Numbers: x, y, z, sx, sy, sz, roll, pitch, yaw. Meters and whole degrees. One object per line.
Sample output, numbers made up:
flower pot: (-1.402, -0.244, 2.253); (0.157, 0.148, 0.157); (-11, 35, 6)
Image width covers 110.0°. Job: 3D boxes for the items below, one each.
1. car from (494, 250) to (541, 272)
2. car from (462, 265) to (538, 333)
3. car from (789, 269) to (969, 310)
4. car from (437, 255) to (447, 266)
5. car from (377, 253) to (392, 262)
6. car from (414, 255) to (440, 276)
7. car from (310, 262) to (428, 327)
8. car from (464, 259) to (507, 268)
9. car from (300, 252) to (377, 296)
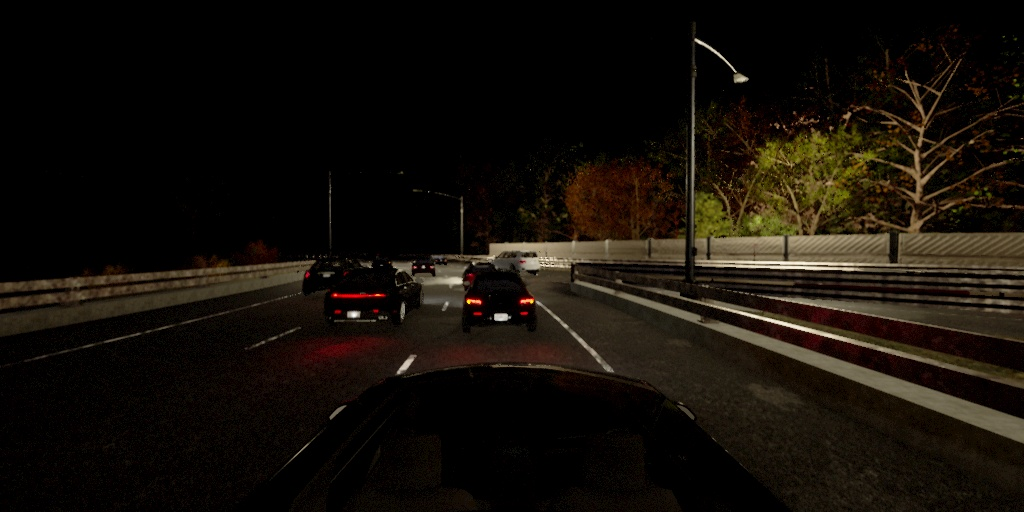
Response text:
car: (0.037, 0.556, 29.694); (2.150, 2.045, 5.566); (-1, 1, -35)
car: (-0.404, 1.143, 10.164); (1.812, 1.442, 4.674); (0, 1, -4)
car: (13.673, 1.166, 13.852); (4.718, 1.301, 1.895); (1, 1, 42)
car: (-10.003, 0.578, 47.362); (2.033, 1.411, 5.357); (0, 1, -25)
car: (-13.114, 0.731, 36.186); (1.812, 1.442, 4.674); (0, 1, -19)
car: (-7.340, 0.860, 29.502); (2.033, 1.411, 5.357); (0, 1, -15)
car: (-3.947, 1.108, 10.913); (1.837, 1.490, 4.892); (0, 1, -5)
car: (-1.672, 1.033, 19.641); (1.994, 1.385, 4.181); (0, 1, -9)
car: (-8.390, 0.849, 17.678); (2.097, 1.767, 4.553); (0, 1, -9)
